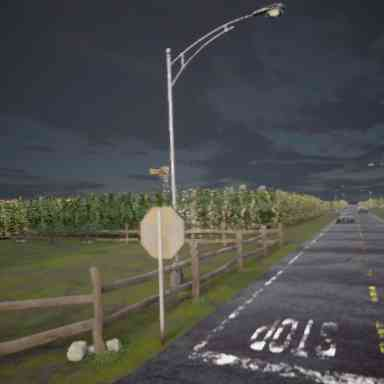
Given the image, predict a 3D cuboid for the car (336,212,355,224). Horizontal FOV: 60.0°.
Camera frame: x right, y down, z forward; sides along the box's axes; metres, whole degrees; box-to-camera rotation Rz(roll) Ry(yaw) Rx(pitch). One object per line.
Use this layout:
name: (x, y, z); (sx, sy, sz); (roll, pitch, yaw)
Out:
car: (18.891, 3.125, 40.862); (1.994, 1.385, 4.181); (-4, -4, 26)

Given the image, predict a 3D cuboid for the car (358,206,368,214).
car: (38.736, 4.147, 75.203); (1.837, 1.490, 4.892); (-4, -4, 26)

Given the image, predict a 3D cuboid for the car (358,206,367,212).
car: (43.307, 4.336, 84.568); (1.882, 1.535, 5.008); (-4, -3, 26)
